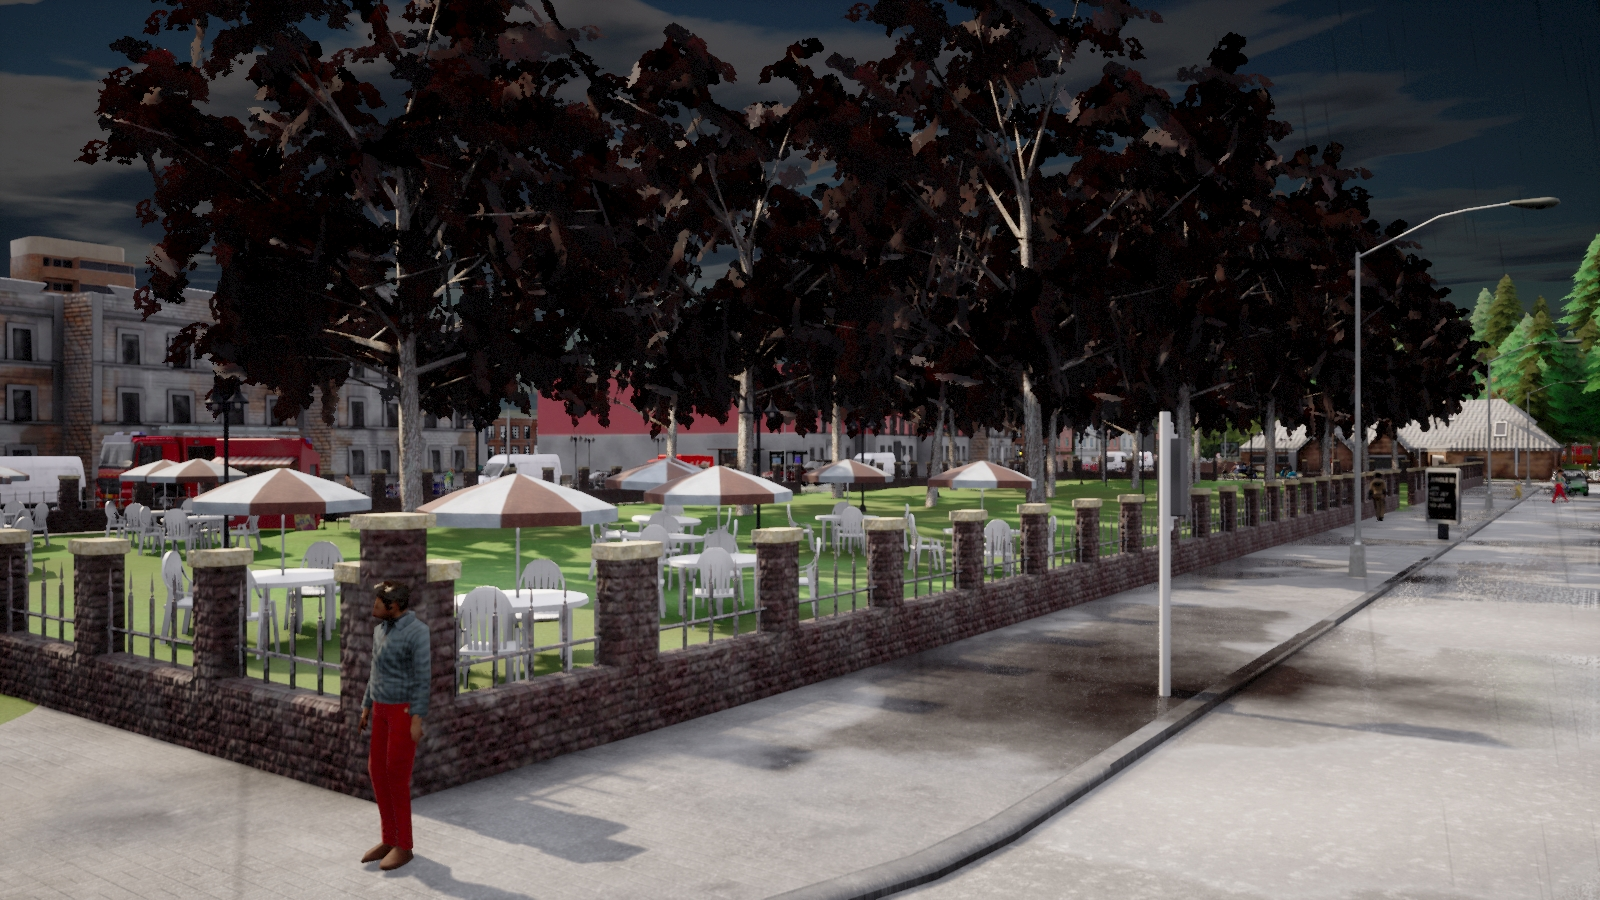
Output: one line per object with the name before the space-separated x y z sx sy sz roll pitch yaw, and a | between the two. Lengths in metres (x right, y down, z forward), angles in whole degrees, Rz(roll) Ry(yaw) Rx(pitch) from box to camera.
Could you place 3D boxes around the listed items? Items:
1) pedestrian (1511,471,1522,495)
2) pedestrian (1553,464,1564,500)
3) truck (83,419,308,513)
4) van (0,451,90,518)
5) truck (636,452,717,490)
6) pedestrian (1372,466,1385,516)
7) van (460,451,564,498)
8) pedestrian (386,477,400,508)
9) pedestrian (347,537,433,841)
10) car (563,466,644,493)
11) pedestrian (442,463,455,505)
pedestrian | 39.081 1.804 62.292 0.375 1.300 0.375 0 0 -26
pedestrian | 38.927 1.628 58.644 0.375 1.860 0.375 0 0 22
truck | -26.598 0.668 50.778 2.891 3.827 8.468 0 0 35
van | -31.021 1.312 44.007 1.988 2.561 5.915 0 0 35
truck | -8.233 1.346 76.671 2.627 2.467 5.204 0 0 35
pedestrian | 21.603 1.524 42.672 0.375 1.860 0.375 0 0 35
van | -16.329 1.312 65.083 1.988 2.561 5.915 0 0 35
pedestrian | -17.257 1.803 48.439 0.375 1.300 0.375 0 0 34
pedestrian | -2.655 1.517 7.406 0.375 1.860 0.375 0 0 36
car | -12.166 1.812 71.050 2.097 1.535 5.006 0 0 35
pedestrian | -15.876 1.521 51.618 0.375 1.860 0.375 0 0 35
